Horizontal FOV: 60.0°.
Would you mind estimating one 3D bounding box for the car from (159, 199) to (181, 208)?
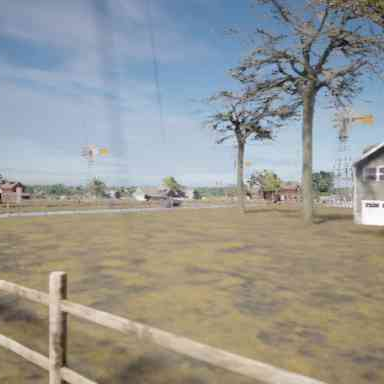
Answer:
[{"bbox_3d":[-4.152,2.060,62.917,2.097,1.767,4.553,1,0,36],"label":"car"}]
